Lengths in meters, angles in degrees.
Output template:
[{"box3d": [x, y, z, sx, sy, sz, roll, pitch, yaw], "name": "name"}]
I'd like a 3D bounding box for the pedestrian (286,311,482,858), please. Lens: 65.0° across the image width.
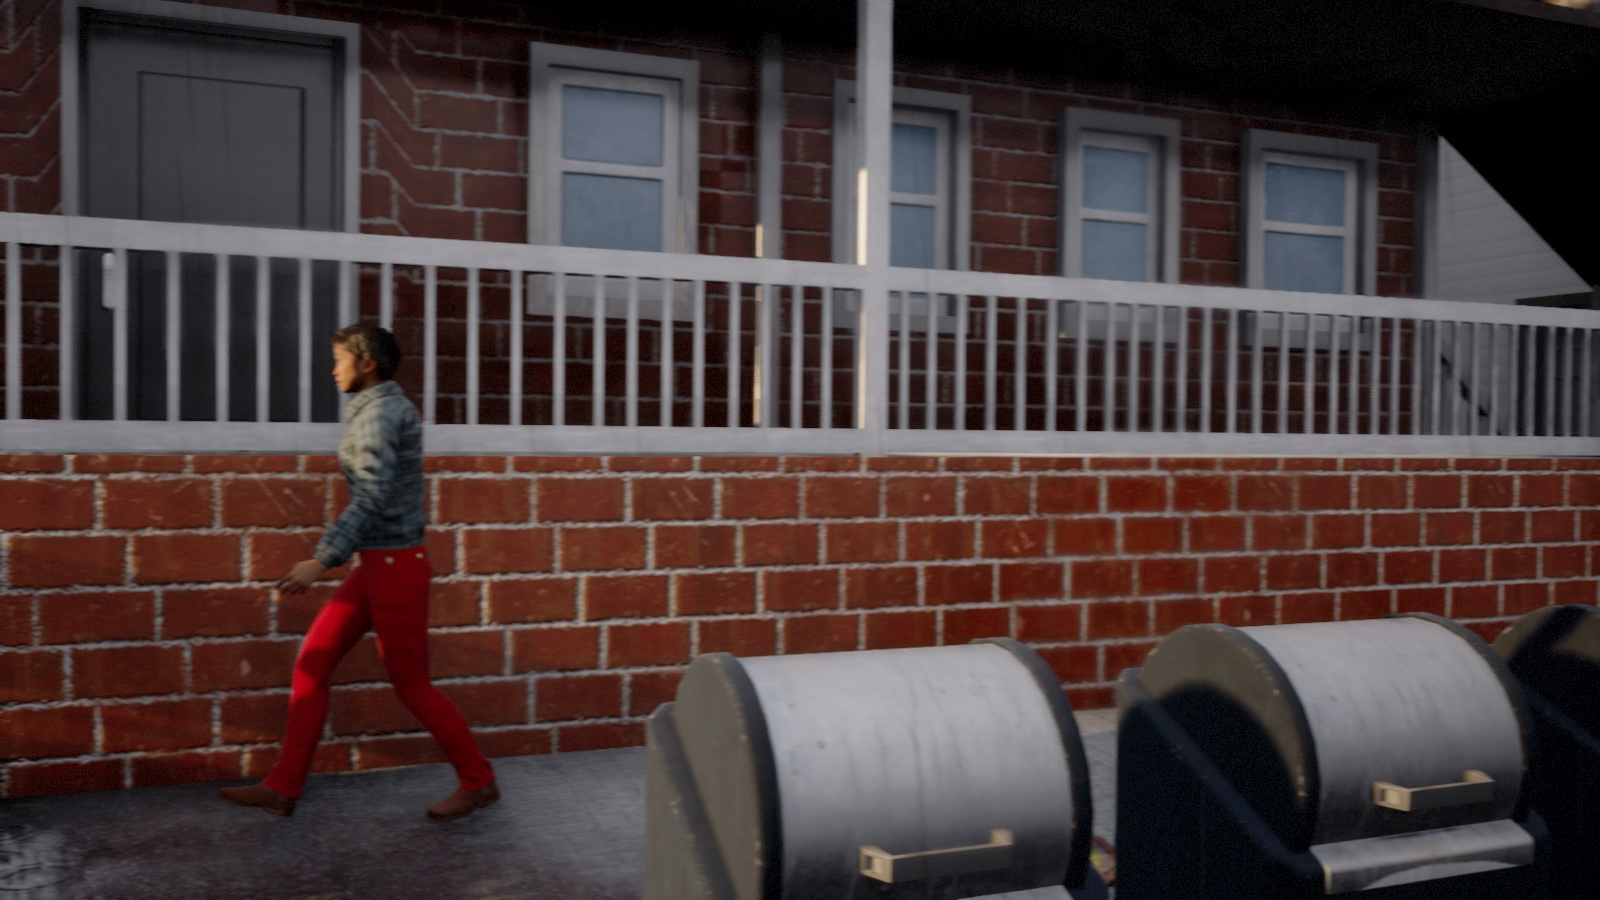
[{"box3d": [-1.482, 0.450, 4.500, 0.614, 1.847, 0.353, -1, 1, -18], "name": "pedestrian"}]
